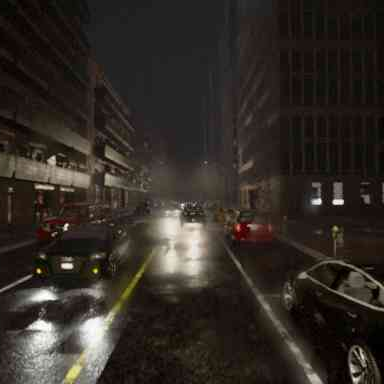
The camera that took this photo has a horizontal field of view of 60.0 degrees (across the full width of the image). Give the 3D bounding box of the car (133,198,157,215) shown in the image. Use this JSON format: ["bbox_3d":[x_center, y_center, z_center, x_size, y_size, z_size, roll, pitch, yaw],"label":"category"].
[{"bbox_3d":[-5.663,1.839,39.136,1.967,1.590,4.097,1,-1,0],"label":"car"}]

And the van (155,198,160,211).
[{"bbox_3d":[-5.660,1.798,44.834,1.690,1.788,3.998,1,-1,0],"label":"van"}]

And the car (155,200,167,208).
[{"bbox_3d":[-5.660,2.154,61.754,1.752,1.417,4.829,1,-1,0],"label":"car"}]

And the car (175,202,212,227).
[{"bbox_3d":[0.105,1.743,24.904,2.128,1.511,4.902,0,-1,0],"label":"car"}]

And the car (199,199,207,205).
[{"bbox_3d":[2.692,2.411,84.587,1.887,1.381,4.507,1,-1,0],"label":"car"}]

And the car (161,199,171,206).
[{"bbox_3d":[-5.658,2.294,73.318,1.887,1.381,4.507,1,-1,0],"label":"car"}]

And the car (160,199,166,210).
[{"bbox_3d":[-5.658,1.829,50.531,2.192,1.841,5.009,1,-1,0],"label":"car"}]

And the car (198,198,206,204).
[{"bbox_3d":[2.693,2.453,90.456,1.752,1.417,4.829,1,-1,0],"label":"car"}]

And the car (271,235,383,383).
[{"bbox_3d":[2.673,1.616,4.822,1.947,1.339,4.313,1,-1,0],"label":"car"}]

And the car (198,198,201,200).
[{"bbox_3d":[2.689,2.389,78.889,1.802,1.307,4.206,1,-1,0],"label":"car"}]

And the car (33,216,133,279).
[{"bbox_3d":[-3.097,1.669,10.242,1.994,1.385,4.181,0,-1,0],"label":"car"}]

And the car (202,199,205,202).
[{"bbox_3d":[2.683,2.000,44.705,1.887,1.381,4.507,1,-1,0],"label":"car"}]

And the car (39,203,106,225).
[{"bbox_3d":[-5.666,1.483,16.347,2.192,1.841,5.009,1,-1,0],"label":"car"}]

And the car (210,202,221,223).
[{"bbox_3d":[2.679,1.809,27.783,1.752,1.417,4.829,1,-1,0],"label":"car"}]

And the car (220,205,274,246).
[{"bbox_3d":[2.678,1.606,16.219,1.967,1.590,4.097,1,-1,0],"label":"car"}]

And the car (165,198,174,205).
[{"bbox_3d":[-5.655,2.391,84.544,1.752,1.417,4.829,1,-1,0],"label":"car"}]

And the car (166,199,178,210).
[{"bbox_3d":[-3.055,2.132,52.194,1.895,1.301,4.718,0,-1,0],"label":"car"}]

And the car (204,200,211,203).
[{"bbox_3d":[2.681,1.948,39.007,2.008,1.369,4.403,1,-1,0],"label":"car"}]

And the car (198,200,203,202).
[{"bbox_3d":[0.109,2.025,41.745,1.895,1.301,4.718,0,-1,0],"label":"car"}]
